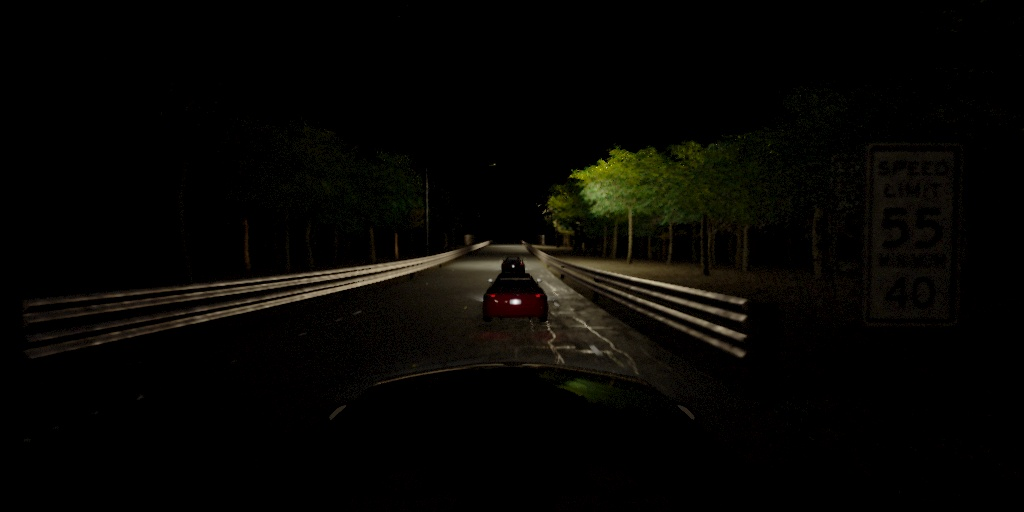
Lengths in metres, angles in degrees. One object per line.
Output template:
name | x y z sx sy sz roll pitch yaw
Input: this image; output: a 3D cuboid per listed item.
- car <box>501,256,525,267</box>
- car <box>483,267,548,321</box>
car | 0.098 0.694 30.876 1.994 1.385 4.181 0 3 0
car | 0.099 1.248 12.193 1.994 1.385 4.181 0 1 0
